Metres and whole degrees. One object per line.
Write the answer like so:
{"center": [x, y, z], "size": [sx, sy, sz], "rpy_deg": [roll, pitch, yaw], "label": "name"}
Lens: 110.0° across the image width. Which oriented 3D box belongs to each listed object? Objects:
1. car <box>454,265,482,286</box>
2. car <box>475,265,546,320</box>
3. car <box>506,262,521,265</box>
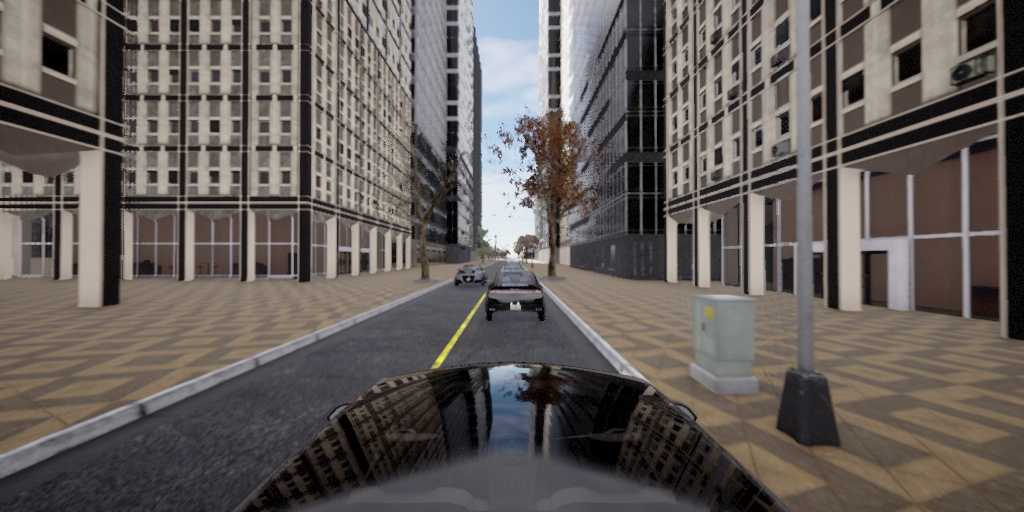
{"center": [-2.748, 1.288, 24.730], "size": [1.994, 1.385, 4.181], "rpy_deg": [0, 0, 0], "label": "car"}
{"center": [0.102, 1.228, 12.553], "size": [2.128, 1.511, 4.902], "rpy_deg": [0, 0, 0], "label": "car"}
{"center": [0.107, 1.257, 34.039], "size": [2.033, 1.411, 5.357], "rpy_deg": [0, 0, 0], "label": "car"}
